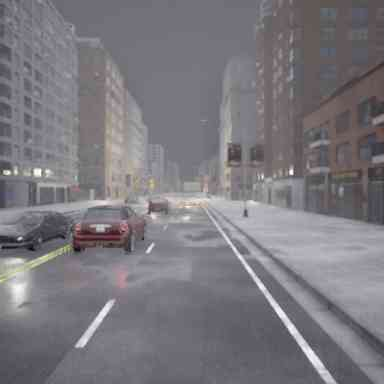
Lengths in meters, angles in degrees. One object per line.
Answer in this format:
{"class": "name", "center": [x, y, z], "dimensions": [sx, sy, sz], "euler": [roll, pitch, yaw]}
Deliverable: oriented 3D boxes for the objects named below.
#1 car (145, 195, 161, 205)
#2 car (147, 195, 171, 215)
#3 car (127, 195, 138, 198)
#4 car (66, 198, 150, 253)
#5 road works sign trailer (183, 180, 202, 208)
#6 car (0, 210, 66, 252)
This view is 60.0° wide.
{"class": "car", "center": [-6.533, 1.267, 55.936], "dimensions": [2.128, 1.511, 4.902], "euler": [0, 0, 0]}
{"class": "car", "center": [-3.127, 1.345, 32.630], "dimensions": [1.882, 1.535, 5.008], "euler": [0, 0, 0]}
{"class": "car", "center": [-9.791, 1.288, 54.259], "dimensions": [1.837, 1.490, 4.892], "euler": [0, 0, 1]}
{"class": "car", "center": [-3.145, 1.296, 13.546], "dimensions": [2.097, 1.767, 4.553], "euler": [0, 0, 0]}
{"class": "road works sign trailer", "center": [0.015, 0.289, 43.513], "dimensions": [2.380, 3.560, 2.880], "euler": [0, 0, 0]}
{"class": "car", "center": [-6.597, 1.490, 13.932], "dimensions": [2.033, 1.411, 5.357], "euler": [0, 0, 0]}
